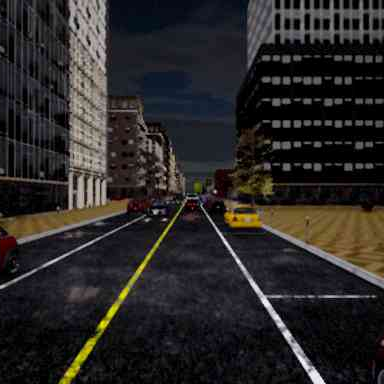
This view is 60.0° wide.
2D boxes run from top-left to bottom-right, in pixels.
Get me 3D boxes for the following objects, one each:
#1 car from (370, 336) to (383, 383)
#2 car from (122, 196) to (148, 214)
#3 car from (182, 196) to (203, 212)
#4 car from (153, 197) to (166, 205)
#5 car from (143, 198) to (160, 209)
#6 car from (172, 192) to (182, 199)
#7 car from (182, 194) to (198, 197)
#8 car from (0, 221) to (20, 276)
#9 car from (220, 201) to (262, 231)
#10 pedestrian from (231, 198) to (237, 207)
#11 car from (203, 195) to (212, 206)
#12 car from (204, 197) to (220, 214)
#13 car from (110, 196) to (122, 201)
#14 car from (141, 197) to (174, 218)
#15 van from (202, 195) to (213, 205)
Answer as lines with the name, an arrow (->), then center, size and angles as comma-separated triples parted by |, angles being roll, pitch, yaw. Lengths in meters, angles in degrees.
car -> 2.677, 1.582, 1.725 | 1.802, 1.307, 4.206 | 0, 0, 0
car -> -5.682, 1.330, 35.885 | 2.192, 1.841, 5.009 | 0, 0, 0
car -> 0.054, 1.523, 39.139 | 1.837, 1.490, 4.892 | 0, 0, 0
car -> -5.681, 1.605, 58.641 | 1.947, 1.339, 4.313 | 0, 0, 0
car -> -5.682, 1.570, 47.264 | 1.887, 1.381, 4.507 | 0, 0, 0
car -> -2.993, 1.071, 71.880 | 2.150, 2.045, 5.566 | 0, 0, 0
car -> 0.005, 1.253, 52.793 | 2.150, 2.045, 5.566 | 0, 0, 0
car -> -5.684, 1.442, 7.440 | 1.967, 1.590, 4.097 | 0, 0, 0
car -> 3.002, 1.461, 20.491 | 1.801, 1.575, 5.366 | 0, 0, 0
pedestrian -> 3.002, 1.300, 23.488 | 0.375, 1.860, 0.375 | 0, 0, 0
car -> 2.665, 1.614, 52.926 | 1.802, 1.307, 4.206 | 0, 0, 0
car -> 2.664, 1.581, 35.859 | 1.947, 1.339, 4.313 | 0, 0, 0
car -> -17.458, 1.593, 79.428 | 4.206, 1.307, 1.802 | 0, 0, 0
car -> -3.094, 1.502, 30.712 | 2.128, 1.511, 4.902 | 0, 0, 0
van -> 2.667, 1.380, 58.615 | 1.690, 1.788, 3.998 | 0, 0, 0
